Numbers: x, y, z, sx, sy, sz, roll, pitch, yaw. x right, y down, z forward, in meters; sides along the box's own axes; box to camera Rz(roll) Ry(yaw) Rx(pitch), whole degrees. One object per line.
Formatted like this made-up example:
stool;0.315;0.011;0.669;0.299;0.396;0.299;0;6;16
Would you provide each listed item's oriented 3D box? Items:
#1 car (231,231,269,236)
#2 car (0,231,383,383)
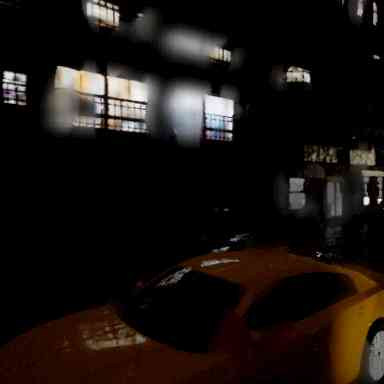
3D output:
car;1.405;1.586;7.623;4.206;1.307;1.802;0;-1;-37
car;0.471;1.482;3.732;5.008;1.535;1.882;0;0;-37
